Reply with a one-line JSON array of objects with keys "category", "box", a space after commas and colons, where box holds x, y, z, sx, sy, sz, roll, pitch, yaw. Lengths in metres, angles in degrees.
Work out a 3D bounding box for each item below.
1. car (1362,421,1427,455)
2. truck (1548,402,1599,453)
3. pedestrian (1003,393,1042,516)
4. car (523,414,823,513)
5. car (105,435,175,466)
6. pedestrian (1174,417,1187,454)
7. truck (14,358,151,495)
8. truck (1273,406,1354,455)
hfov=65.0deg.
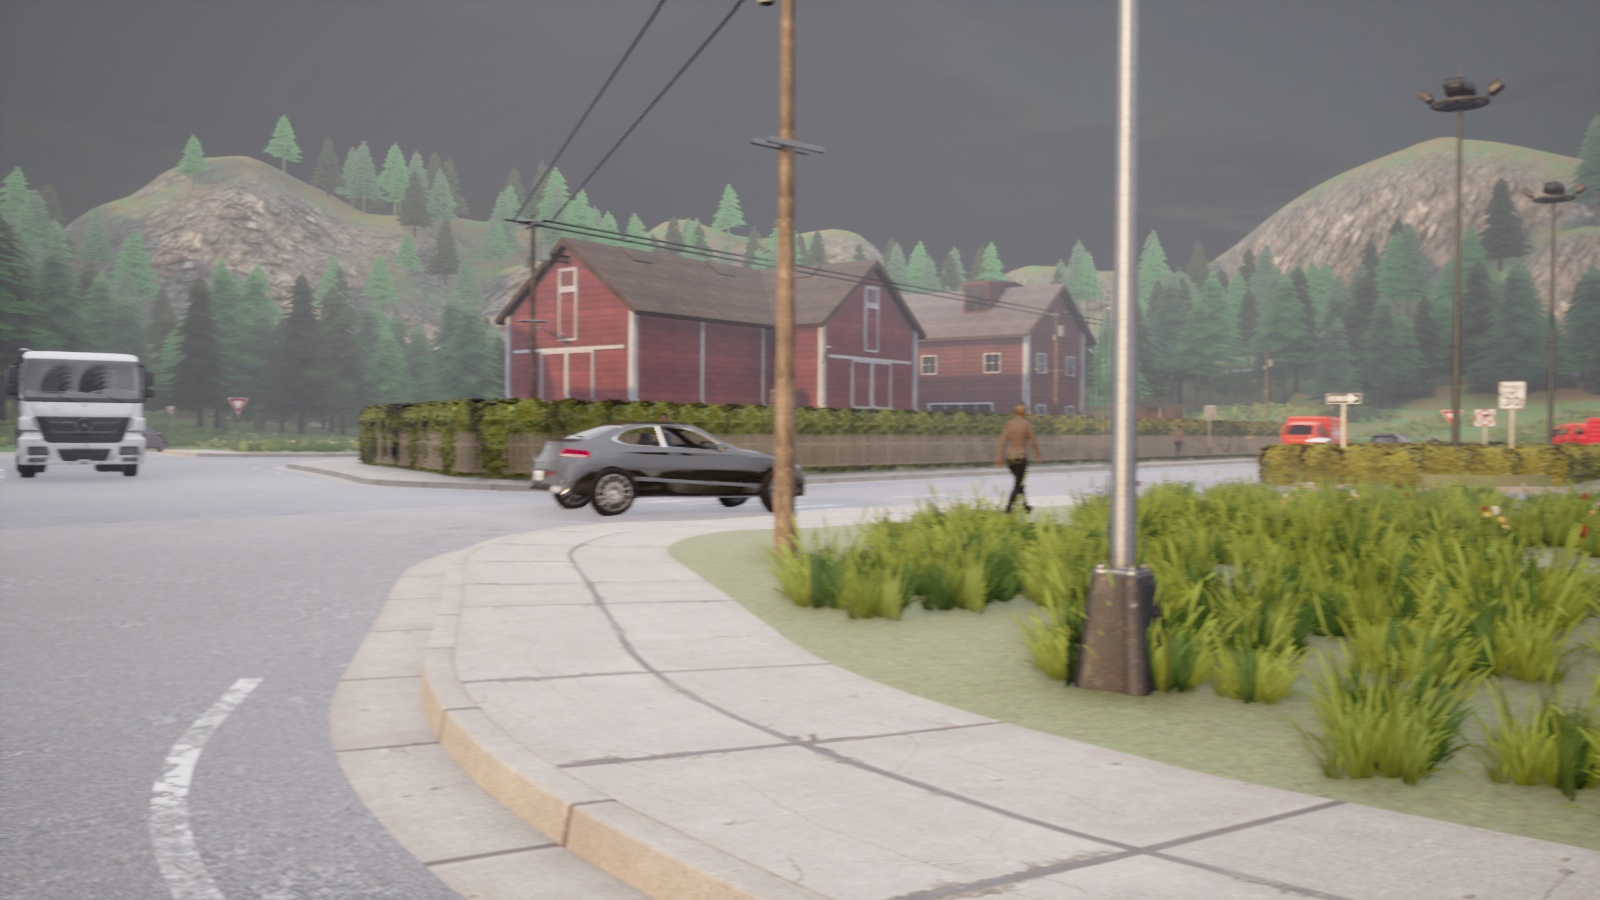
[{"category": "car", "box": [30.674, -0.629, 64.677, 2.033, 1.649, 4.856, 0, 1, 38]}, {"category": "truck", "box": [40.569, -1.131, 62.479, 2.627, 2.467, 5.204, -1, 1, -39]}, {"category": "pedestrian", "box": [3.404, 0.064, 19.173, 0.331, 1.846, 0.634, 0, 1, 36]}, {"category": "car", "box": [-2.288, 0.191, 23.020, 5.027, 1.651, 2.152, -1, 1, -31]}, {"category": "car", "box": [-33.780, 0.011, 64.365, 1.845, 1.501, 3.633, -1, 0, -4]}, {"category": "pedestrian", "box": [18.551, -0.711, 61.191, 0.328, 1.805, 0.869, 0, 1, 36]}, {"category": "truck", "box": [-20.641, -0.674, 35.871, 2.891, 3.462, 7.936, -1, 1, -33]}, {"category": "truck", "box": [26.755, -1.009, 65.328, 2.627, 2.467, 5.204, 0, 1, 38]}]
